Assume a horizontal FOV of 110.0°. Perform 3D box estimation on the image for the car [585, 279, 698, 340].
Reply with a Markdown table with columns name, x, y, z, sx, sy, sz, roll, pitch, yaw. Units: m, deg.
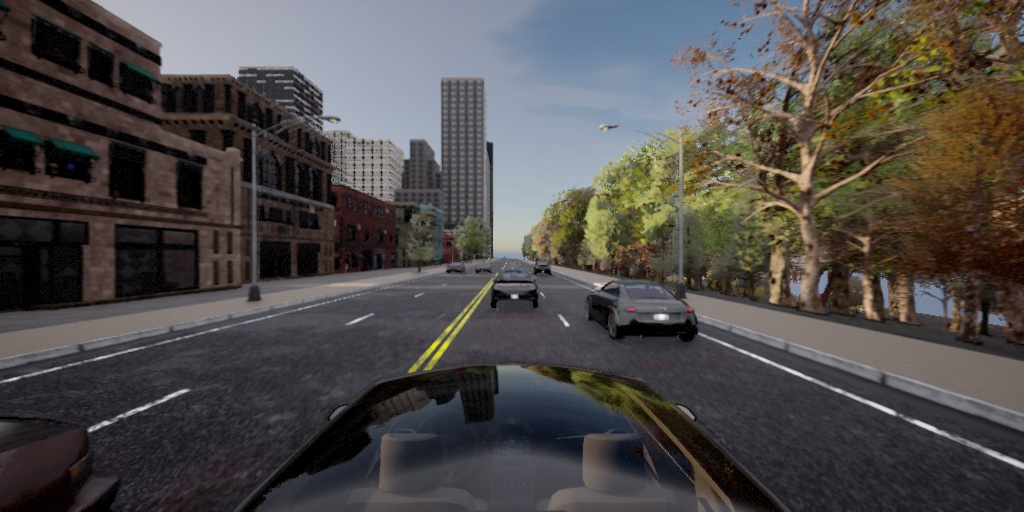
| name | x | y | z | sx | sy | sz | roll | pitch | yaw |
| --- | --- | --- | --- | --- | --- | --- | --- | --- | --- |
| car | 3.350 | 1.341 | 10.046 | 1.994 | 1.385 | 4.181 | 0 | 0 | 0 |

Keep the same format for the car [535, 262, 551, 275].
| name | x | y | z | sx | sy | sz | roll | pitch | yaw |
| --- | --- | --- | --- | --- | --- | --- | --- | --- | --- |
| car | 3.354 | 1.379 | 41.072 | 1.837 | 1.490 | 4.892 | 0 | 0 | 0 |

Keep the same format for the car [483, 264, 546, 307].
| name | x | y | z | sx | sy | sz | roll | pitch | yaw |
| --- | --- | --- | --- | --- | --- | --- | --- | --- | --- |
| car | 0.101 | 1.288 | 15.717 | 2.128 | 1.511 | 4.902 | 0 | 0 | 0 |

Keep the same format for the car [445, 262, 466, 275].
| name | x | y | z | sx | sy | sz | roll | pitch | yaw |
| --- | --- | --- | --- | --- | --- | --- | --- | --- | --- |
| car | -6.572 | 1.427 | 42.685 | 2.033 | 1.411 | 5.357 | 0 | 0 | 0 |

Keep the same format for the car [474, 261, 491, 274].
| name | x | y | z | sx | sy | sz | roll | pitch | yaw |
| --- | --- | --- | --- | --- | --- | --- | --- | --- | --- |
| car | -3.321 | 1.387 | 42.741 | 1.837 | 1.490 | 4.892 | 0 | -1 | 0 |

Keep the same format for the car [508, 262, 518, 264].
| name | x | y | z | sx | sy | sz | roll | pitch | yaw |
| --- | --- | --- | --- | --- | --- | --- | --- | --- | --- |
| car | 0.106 | 1.449 | 44.647 | 1.994 | 1.385 | 4.181 | 0 | 0 | 0 |
